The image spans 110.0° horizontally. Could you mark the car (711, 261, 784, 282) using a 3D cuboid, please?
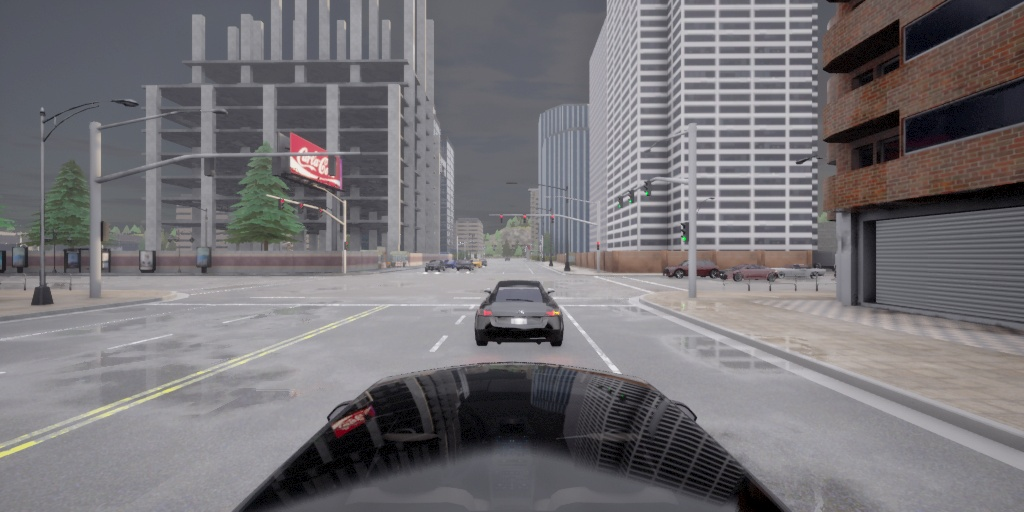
[{"bbox_3d":[18.793,1.314,28.767,4.181,1.385,1.994,0,0,1],"label":"car"}]

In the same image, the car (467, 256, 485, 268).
[{"bbox_3d":[-6.091,1.228,59.399,1.882,1.535,5.008,0,0,1],"label":"car"}]

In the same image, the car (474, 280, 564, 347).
[{"bbox_3d":[0.188,1.314,9.392,1.994,1.385,4.181,0,0,1],"label":"car"}]

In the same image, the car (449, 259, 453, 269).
[{"bbox_3d":[-9.665,1.228,55.701,1.882,1.535,5.008,0,0,1],"label":"car"}]

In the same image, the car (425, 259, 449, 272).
[{"bbox_3d":[-9.839,1.255,46.207,1.837,1.490,4.892,0,0,1],"label":"car"}]

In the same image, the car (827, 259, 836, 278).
[{"bbox_3d":[28.679,1.228,28.630,5.008,1.535,1.882,0,0,1],"label":"car"}]

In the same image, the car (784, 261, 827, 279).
[{"bbox_3d":[25.061,1.351,32.184,4.718,1.301,1.895,0,0,1],"label":"car"}]

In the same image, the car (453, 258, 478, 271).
[{"bbox_3d":[-6.290,1.297,49.090,2.033,1.411,5.357,0,0,1],"label":"car"}]

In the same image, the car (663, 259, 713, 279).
[{"bbox_3d":[16.068,1.102,32.301,4.553,1.767,2.097,0,0,1],"label":"car"}]
